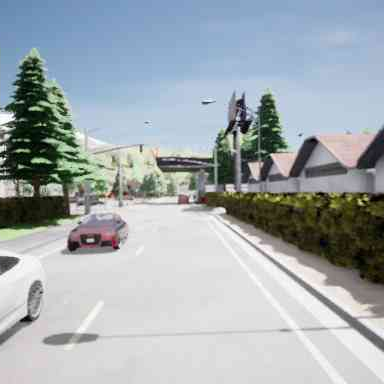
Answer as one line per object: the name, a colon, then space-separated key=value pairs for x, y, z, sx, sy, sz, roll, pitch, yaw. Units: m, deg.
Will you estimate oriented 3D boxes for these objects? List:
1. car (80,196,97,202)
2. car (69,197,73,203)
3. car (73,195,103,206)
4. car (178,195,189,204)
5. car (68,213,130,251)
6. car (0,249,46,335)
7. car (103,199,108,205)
car: x=-26.221 y=1.826 z=84.103 sx=3.633 sy=1.501 sz=1.845 roll=-1 pitch=0 yaw=-2
car: x=-25.940 y=1.805 z=74.114 sx=4.514 sy=1.523 sz=2.007 roll=-1 pitch=0 yaw=-2
car: x=-18.284 y=1.430 z=58.610 sx=3.866 sy=1.878 sz=1.905 roll=-1 pitch=0 yaw=-2
car: x=-1.583 y=1.345 z=61.716 sx=2.097 sy=1.767 sz=4.553 roll=-1 pitch=0 yaw=-2
car: x=-3.935 y=1.638 z=14.554 sx=1.994 sy=1.385 sz=4.181 roll=-1 pitch=0 yaw=-3
car: x=-3.649 y=1.601 z=4.651 sx=1.812 sy=1.442 sz=4.674 roll=-1 pitch=0 yaw=-2
car: x=-17.775 y=1.701 z=61.953 sx=3.806 sy=1.475 sz=1.970 roll=-1 pitch=0 yaw=-2
